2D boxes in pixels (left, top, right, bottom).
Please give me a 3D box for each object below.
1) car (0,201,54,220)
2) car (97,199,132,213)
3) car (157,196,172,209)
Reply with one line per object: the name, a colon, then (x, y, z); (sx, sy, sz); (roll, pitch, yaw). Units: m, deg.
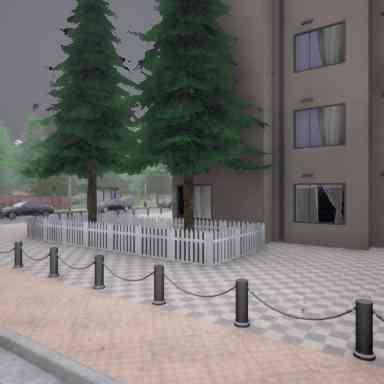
car: (-14.299, 1.510, 28.692); (1.812, 1.442, 4.674); (0, 0, 37)
car: (-8.710, 1.476, 36.154); (2.128, 1.511, 4.902); (0, 0, 37)
car: (-2.541, 1.337, 44.321); (2.097, 1.767, 4.553); (0, 0, 37)
